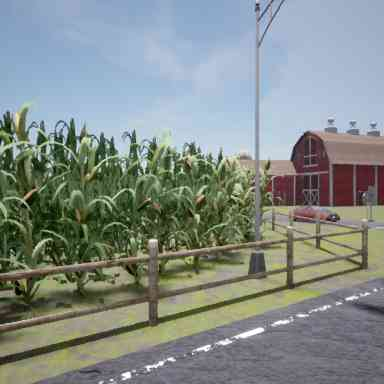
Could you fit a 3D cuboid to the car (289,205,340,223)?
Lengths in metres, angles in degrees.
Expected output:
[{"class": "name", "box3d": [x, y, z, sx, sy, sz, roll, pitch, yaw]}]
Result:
[{"class": "car", "box3d": [10.013, 1.810, 27.498, 1.994, 1.385, 4.181, 1, -1, -29]}]

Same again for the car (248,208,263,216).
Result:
[{"class": "car", "box3d": [5.557, 1.999, 35.522, 1.895, 1.301, 4.718, 1, -1, -27]}]
